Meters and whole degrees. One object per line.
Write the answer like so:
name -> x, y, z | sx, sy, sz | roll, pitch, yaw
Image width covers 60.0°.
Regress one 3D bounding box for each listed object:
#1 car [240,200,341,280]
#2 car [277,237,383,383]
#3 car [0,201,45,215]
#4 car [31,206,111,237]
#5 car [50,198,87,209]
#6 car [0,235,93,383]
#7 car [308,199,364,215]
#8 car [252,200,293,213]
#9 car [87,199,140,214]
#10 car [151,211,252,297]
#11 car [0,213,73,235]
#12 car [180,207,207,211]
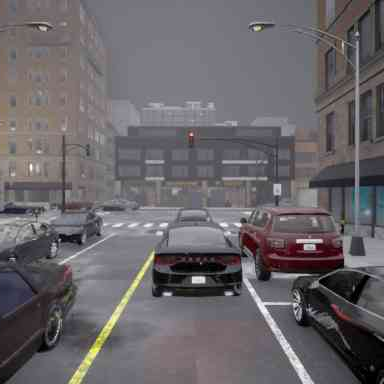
car -> 2.623, 1.315, 9.815 | 2.192, 1.841, 5.009 | 0, 0, 0
car -> 2.631, 1.566, 4.153 | 1.947, 1.339, 4.313 | 0, 0, 0
car -> -16.207, 1.531, 30.951 | 4.718, 1.301, 1.895 | 0, 0, 0
car -> -5.409, 1.566, 15.467 | 1.947, 1.339, 4.313 | 0, 0, 0
car -> -13.457, 1.421, 37.670 | 5.008, 1.535, 1.882 | 0, 0, 0
car -> -2.865, 1.547, 3.444 | 2.033, 1.411, 5.357 | 0, 0, 0
car -> 14.940, 1.561, 34.583 | 5.008, 1.535, 1.882 | 0, 0, 0
car -> 9.113, 1.618, 37.800 | 4.181, 1.385, 1.994 | 0, 0, 0
car -> -7.864, 1.461, 34.453 | 4.902, 1.511, 2.128 | 0, 0, 0
car -> 0.062, 1.478, 8.634 | 1.882, 1.535, 5.008 | 0, 0, -1
car -> -5.402, 1.551, 9.804 | 2.008, 1.369, 4.403 | 0, 0, 0
car -> 0.059, 1.505, 16.137 | 1.837, 1.490, 4.892 | 0, 0, 0
